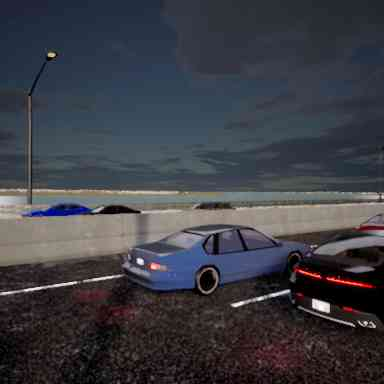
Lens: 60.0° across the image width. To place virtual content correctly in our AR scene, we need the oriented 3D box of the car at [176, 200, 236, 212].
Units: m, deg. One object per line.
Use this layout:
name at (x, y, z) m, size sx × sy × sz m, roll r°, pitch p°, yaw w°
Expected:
car at (0.850, 1.393, 21.790) m, size 4.553 × 1.767 × 2.097 m, roll 0°, pitch 0°, yaw -35°

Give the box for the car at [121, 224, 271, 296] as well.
car at (0.909, 1.565, 8.693) m, size 5.357 × 1.411 × 2.033 m, roll 0°, pitch 0°, yaw -36°

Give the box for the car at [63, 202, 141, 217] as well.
car at (-5.512, 1.550, 21.575) m, size 4.674 × 1.442 × 1.812 m, roll 0°, pitch 0°, yaw -35°

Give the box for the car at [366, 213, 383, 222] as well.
car at (8.849, 1.610, 14.345) m, size 4.181 × 1.385 × 1.994 m, roll 0°, pitch 0°, yaw -36°

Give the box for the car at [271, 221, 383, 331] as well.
car at (3.964, 1.526, 6.577) m, size 4.892 × 1.490 × 1.837 m, roll 0°, pitch 0°, yaw -36°

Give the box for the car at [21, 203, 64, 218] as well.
car at (-9.185, 1.496, 23.237) m, size 5.008 × 1.535 × 1.882 m, roll 0°, pitch 0°, yaw -35°
